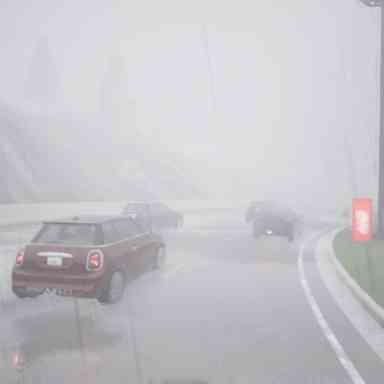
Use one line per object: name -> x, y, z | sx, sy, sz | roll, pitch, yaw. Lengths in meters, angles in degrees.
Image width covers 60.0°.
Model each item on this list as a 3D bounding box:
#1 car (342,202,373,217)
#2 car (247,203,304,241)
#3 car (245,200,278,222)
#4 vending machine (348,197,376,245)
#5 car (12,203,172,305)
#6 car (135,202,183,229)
car -> 16.285, 1.687, 32.798 | 1.812, 1.442, 4.674 | 1, 0, 41
car -> 4.507, 1.550, 17.082 | 1.837, 1.490, 4.892 | 0, 0, 25
car -> 5.940, 1.411, 25.762 | 2.097, 1.767, 4.553 | 1, 0, 36
vending machine -> 7.773, 1.272, 15.234 | 1.100, 2.100, 0.880 | 1, 0, 26
car -> -2.174, 1.331, 8.342 | 2.097, 1.767, 4.553 | 1, 0, 11
car -> -2.237, 1.331, 19.001 | 2.097, 1.767, 4.553 | 1, 0, 24
